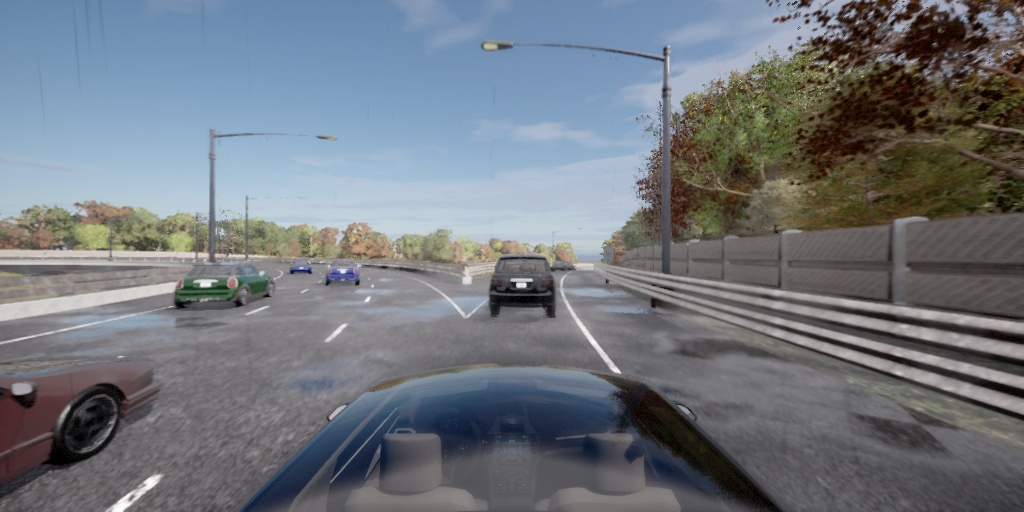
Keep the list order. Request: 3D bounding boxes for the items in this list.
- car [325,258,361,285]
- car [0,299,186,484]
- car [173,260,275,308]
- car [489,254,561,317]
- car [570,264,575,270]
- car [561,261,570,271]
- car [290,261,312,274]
[{"bbox_3d":[-11.866,1.034,25.375,2.097,1.767,4.553,0,0,-23],"label":"car"},{"bbox_3d":[-4.682,1.281,1.731,2.033,1.411,5.357,0,0,-10],"label":"car"},{"bbox_3d":[-11.702,1.047,14.973,2.097,1.767,4.553,0,0,-18],"label":"car"},{"bbox_3d":[0.467,0.960,13.320,2.150,2.045,5.566,0,0,4],"label":"car"},{"bbox_3d":[9.470,1.845,63.117,1.994,1.385,4.181,0,-2,13],"label":"car"},{"bbox_3d":[6.602,1.403,49.992,1.994,1.385,4.181,0,-1,12],"label":"car"},{"bbox_3d":[-22.943,1.193,39.000,1.994,1.385,4.181,0,0,-32],"label":"car"}]
